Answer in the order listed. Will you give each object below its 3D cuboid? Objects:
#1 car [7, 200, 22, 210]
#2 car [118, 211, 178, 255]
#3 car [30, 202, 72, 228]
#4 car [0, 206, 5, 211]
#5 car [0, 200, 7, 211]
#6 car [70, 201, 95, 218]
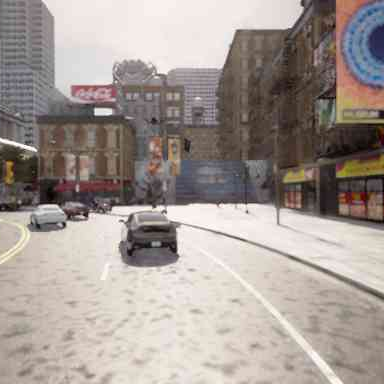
[{"bbox_3d":[-24.746,1.756,43.965,4.718,1.301,1.895,0,0,29],"label":"car"},{"bbox_3d":[-1.858,1.523,13.619,1.837,1.490,4.892,0,0,-15],"label":"car"},{"bbox_3d":[-9.860,1.593,22.759,1.812,1.442,4.674,0,0,-32],"label":"car"},{"bbox_3d":[-9.282,1.550,13.409,2.128,1.511,4.902,0,0,-21],"label":"car"},{"bbox_3d":[-21.829,1.633,34.490,4.902,1.511,2.128,0,0,34],"label":"car"},{"bbox_3d":[-10.743,1.602,29.610,1.812,1.442,4.674,0,0,-41],"label":"car"}]
